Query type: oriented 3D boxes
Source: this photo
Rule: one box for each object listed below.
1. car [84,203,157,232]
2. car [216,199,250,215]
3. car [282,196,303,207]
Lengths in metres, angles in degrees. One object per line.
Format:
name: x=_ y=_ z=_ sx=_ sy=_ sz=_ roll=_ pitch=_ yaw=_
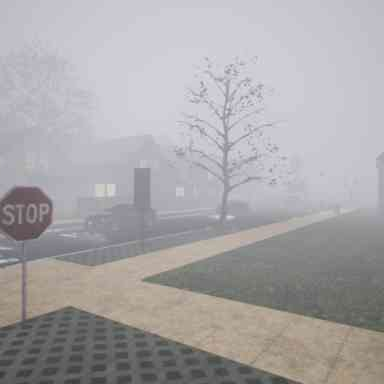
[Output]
car: x=-4.092 y=1.416 z=19.749 sx=1.837 sy=1.490 sz=4.892 roll=1 pitch=1 yaw=34
car: x=3.944 y=1.401 z=31.690 sx=1.994 sy=1.385 sz=4.181 roll=1 pitch=1 yaw=34
car: x=14.268 y=1.306 z=46.871 sx=1.837 sy=1.490 sz=4.892 roll=1 pitch=1 yaw=34
